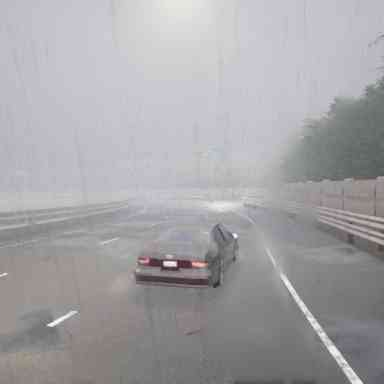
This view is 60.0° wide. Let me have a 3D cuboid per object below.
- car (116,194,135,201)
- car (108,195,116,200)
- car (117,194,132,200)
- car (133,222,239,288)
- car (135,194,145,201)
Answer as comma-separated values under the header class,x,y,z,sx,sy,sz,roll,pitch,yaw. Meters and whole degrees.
class,x,y,z,sx,sy,sz,roll,pitch,yaw
car,-16.578,1.549,82.998,1.994,1.385,4.181,0,0,-31
car,-21.768,1.436,91.444,1.994,1.385,4.181,0,0,-37
car,-18.891,1.421,93.436,2.033,1.411,5.357,0,0,-37
car,0.157,1.547,9.373,2.033,1.411,5.357,0,0,14
car,-13.458,1.519,84.583,2.128,1.511,4.902,0,0,-31
